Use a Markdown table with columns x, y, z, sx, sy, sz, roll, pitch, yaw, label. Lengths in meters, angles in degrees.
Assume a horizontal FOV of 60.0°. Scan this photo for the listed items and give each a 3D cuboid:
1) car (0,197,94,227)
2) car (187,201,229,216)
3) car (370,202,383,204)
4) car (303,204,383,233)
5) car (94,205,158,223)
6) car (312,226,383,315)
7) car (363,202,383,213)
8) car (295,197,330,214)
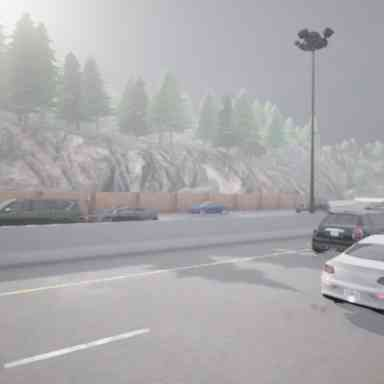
| x | y | z | sx | sy | sz | roll | pitch | yaw | label |
| --- | --- | --- | --- | --- | --- | --- | --- | --- | --- |
| -7.849 | 1.257 | 15.584 | 5.566 | 2.045 | 2.150 | 1 | -1 | -36 | car |
| 1.781 | 1.768 | 35.802 | 5.008 | 1.535 | 1.882 | 1 | -1 | -37 | car |
| 22.819 | 2.043 | 39.265 | 4.892 | 1.490 | 1.837 | 0 | 0 | -40 | car |
| 6.743 | 1.521 | 13.013 | 4.553 | 1.767 | 2.097 | 1 | -1 | -37 | car |
| -4.632 | 1.610 | 22.265 | 4.902 | 1.511 | 2.128 | 1 | -1 | -36 | car |
| 4.627 | 1.628 | 7.117 | 4.674 | 1.442 | 1.812 | 1 | -1 | -36 | car |
| 26.546 | 2.192 | 47.798 | 5.357 | 1.411 | 2.033 | 1 | -1 | -44 | car |
| 15.382 | 1.708 | 42.249 | 5.566 | 2.045 | 2.150 | 1 | -1 | -41 | car |
